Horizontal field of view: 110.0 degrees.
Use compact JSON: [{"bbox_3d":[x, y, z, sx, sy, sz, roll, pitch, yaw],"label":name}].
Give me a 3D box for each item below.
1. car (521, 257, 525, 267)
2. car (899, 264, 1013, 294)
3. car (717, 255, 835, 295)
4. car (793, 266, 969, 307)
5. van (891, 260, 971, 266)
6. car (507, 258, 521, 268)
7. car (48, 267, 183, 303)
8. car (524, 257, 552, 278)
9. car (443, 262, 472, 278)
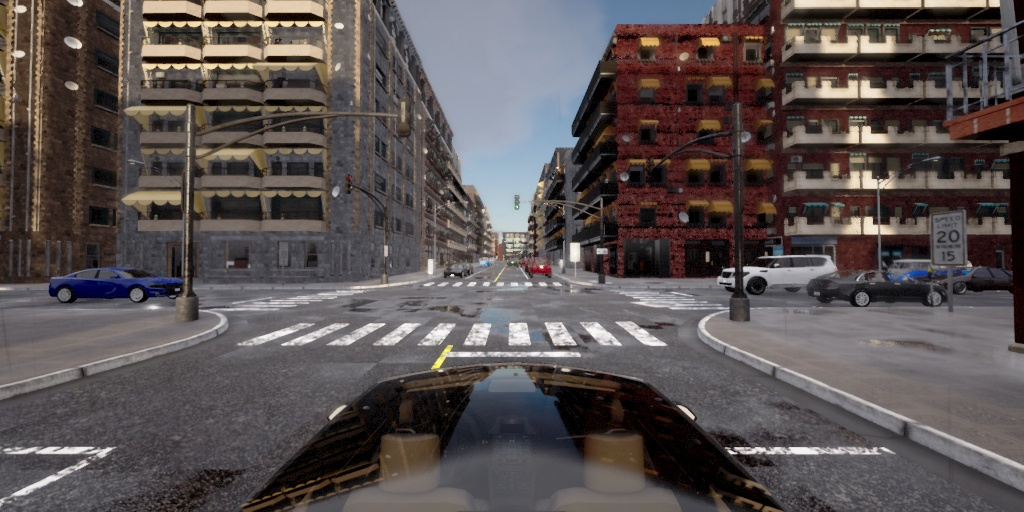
[{"bbox_3d":[2.607,1.091,45.023,2.192,1.841,5.009,0,0,0],"label":"car"},{"bbox_3d":[24.297,1.274,18.988,5.357,1.411,2.033,0,-1,0],"label":"car"},{"bbox_3d":[14.045,0.972,19.032,5.566,2.045,2.150,0,-1,0],"label":"car"},{"bbox_3d":[13.757,1.187,13.596,4.403,1.370,2.007,0,0,0],"label":"car"},{"bbox_3d":[24.921,1.117,21.438,3.998,1.789,1.690,0,0,0],"label":"van"},{"bbox_3d":[0.155,1.186,64.416,2.097,1.767,4.553,0,0,0],"label":"car"},{"bbox_3d":[-17.600,1.256,16.188,5.008,1.535,1.882,0,-1,0],"label":"car"},{"bbox_3d":[2.597,1.081,33.900,2.192,1.841,5.009,0,0,0],"label":"car"},{"bbox_3d":[-5.284,1.332,33.862,1.948,1.339,4.313,0,0,0],"label":"car"}]
